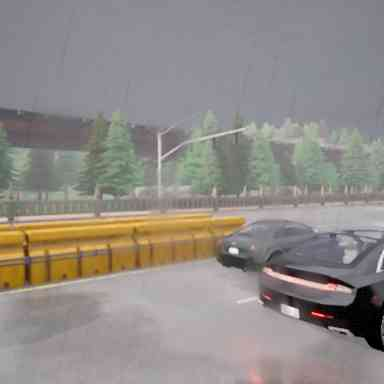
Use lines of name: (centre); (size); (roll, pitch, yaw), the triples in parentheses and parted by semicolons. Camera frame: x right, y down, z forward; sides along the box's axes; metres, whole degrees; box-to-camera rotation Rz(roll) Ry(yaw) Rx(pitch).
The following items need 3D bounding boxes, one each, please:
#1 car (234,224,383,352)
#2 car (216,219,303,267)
car: (3.349, 1.453, 6.121); (4.902, 1.511, 2.128); (0, 0, -36)
car: (2.739, 1.515, 9.982); (4.181, 1.385, 1.994); (0, 0, -36)
